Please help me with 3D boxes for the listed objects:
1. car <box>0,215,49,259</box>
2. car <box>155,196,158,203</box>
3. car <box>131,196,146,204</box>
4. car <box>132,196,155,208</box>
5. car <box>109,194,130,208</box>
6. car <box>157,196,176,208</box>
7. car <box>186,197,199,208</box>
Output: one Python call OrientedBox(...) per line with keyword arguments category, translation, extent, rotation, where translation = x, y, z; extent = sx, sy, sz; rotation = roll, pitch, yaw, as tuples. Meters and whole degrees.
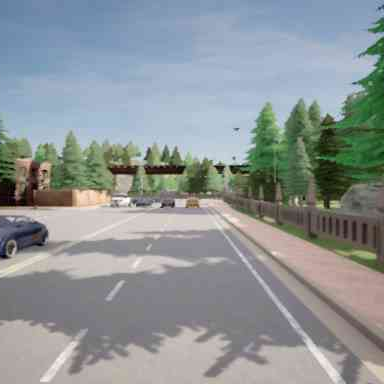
OrientedBox(category="car", translation=(-7.071, 1.568, 12.488), extent=(1.994, 1.385, 4.181), rotation=(0, 0, 0))
OrientedBox(category="car", translation=(-7.028, 1.535, 65.230), extent=(1.837, 1.490, 4.892), rotation=(0, 0, 0))
OrientedBox(category="car", translation=(-10.523, 1.591, 65.456), extent=(2.033, 1.411, 5.357), rotation=(0, 0, 0))
OrientedBox(category="car", translation=(-7.087, 1.581, 49.113), extent=(1.994, 1.385, 4.181), rotation=(0, 0, 0))
OrientedBox(category="car", translation=(-10.631, 1.241, 49.432), extent=(2.150, 2.045, 5.566), rotation=(0, 0, 1))
OrientedBox(category="car", translation=(-3.416, 1.507, 48.680), extent=(2.128, 1.511, 4.902), rotation=(0, 0, 0))
OrientedBox(category="car", translation=(0.084, 1.494, 49.779), extent=(1.882, 1.535, 5.008), rotation=(0, 0, 0))
